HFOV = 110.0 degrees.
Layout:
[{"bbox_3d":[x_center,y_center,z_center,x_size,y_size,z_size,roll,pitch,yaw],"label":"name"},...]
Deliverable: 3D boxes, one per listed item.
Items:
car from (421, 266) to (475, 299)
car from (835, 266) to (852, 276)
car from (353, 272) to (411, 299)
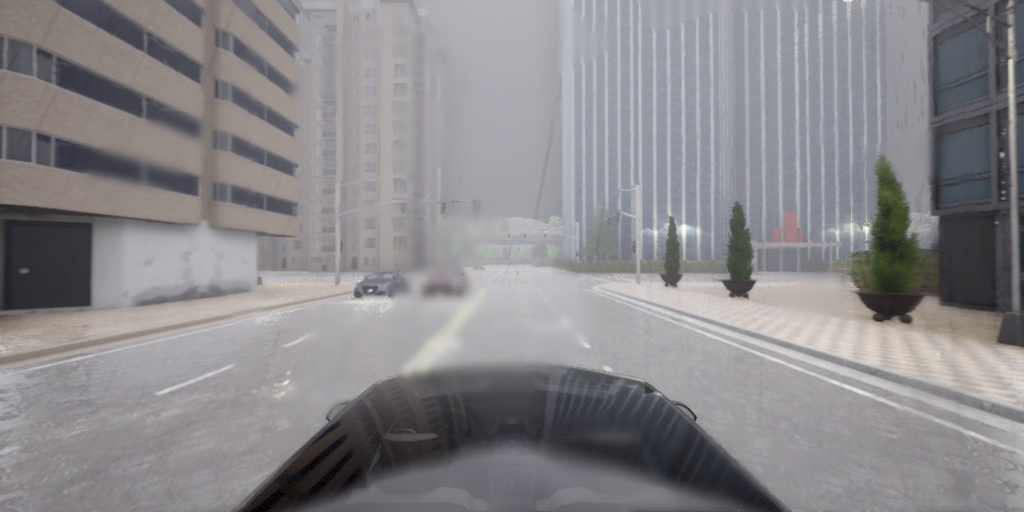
[{"bbox_3d":[-3.547,1.354,20.004,2.097,1.767,4.553,0,-1,0],"label":"car"},{"bbox_3d":[44.621,1.839,46.259,5.008,1.535,1.882,0,-1,0],"label":"car"},{"bbox_3d":[-7.048,1.565,19.824,1.994,1.385,4.181,0,-1,1],"label":"car"}]
